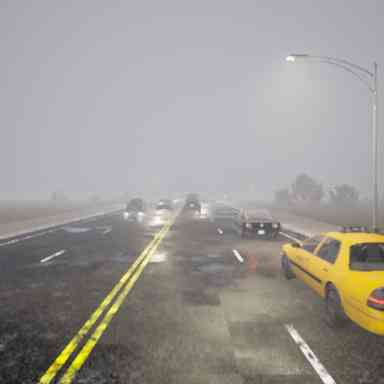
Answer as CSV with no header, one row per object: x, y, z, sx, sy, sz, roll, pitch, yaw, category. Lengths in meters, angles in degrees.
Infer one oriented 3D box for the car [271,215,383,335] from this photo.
3.251,1.457,6.956,1.801,1.575,5.366,0,0,0,car

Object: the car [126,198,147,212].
-6.503,1.467,39.336,1.882,1.535,5.008,0,0,0,car

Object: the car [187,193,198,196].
0.113,1.201,54.966,2.150,2.045,5.566,0,0,0,car

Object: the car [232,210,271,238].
3.254,1.600,17.796,1.895,1.301,4.718,0,0,0,car

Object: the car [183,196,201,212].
0.003,1.493,38.326,2.163,1.488,4.792,0,0,0,car

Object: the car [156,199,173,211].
-3.241,1.542,40.614,2.033,1.411,5.357,0,0,0,car
